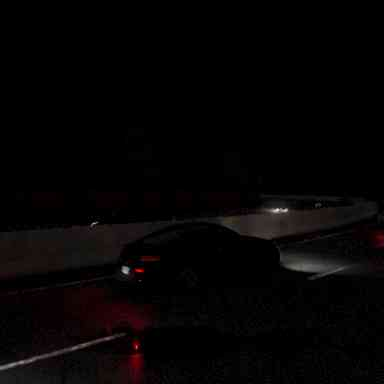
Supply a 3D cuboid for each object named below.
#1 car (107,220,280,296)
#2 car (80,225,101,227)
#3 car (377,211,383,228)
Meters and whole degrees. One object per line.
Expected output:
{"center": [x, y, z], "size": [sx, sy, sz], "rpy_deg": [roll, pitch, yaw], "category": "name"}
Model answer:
{"center": [0.337, 1.533, 8.709], "size": [4.674, 1.442, 1.812], "rpy_deg": [0, 0, -39], "category": "car"}
{"center": [-3.045, 1.373, 15.250], "size": [4.553, 1.767, 2.097], "rpy_deg": [0, 0, -41], "category": "car"}
{"center": [13.522, 1.586, 21.479], "size": [1.895, 1.301, 4.718], "rpy_deg": [0, 0, 41], "category": "car"}
